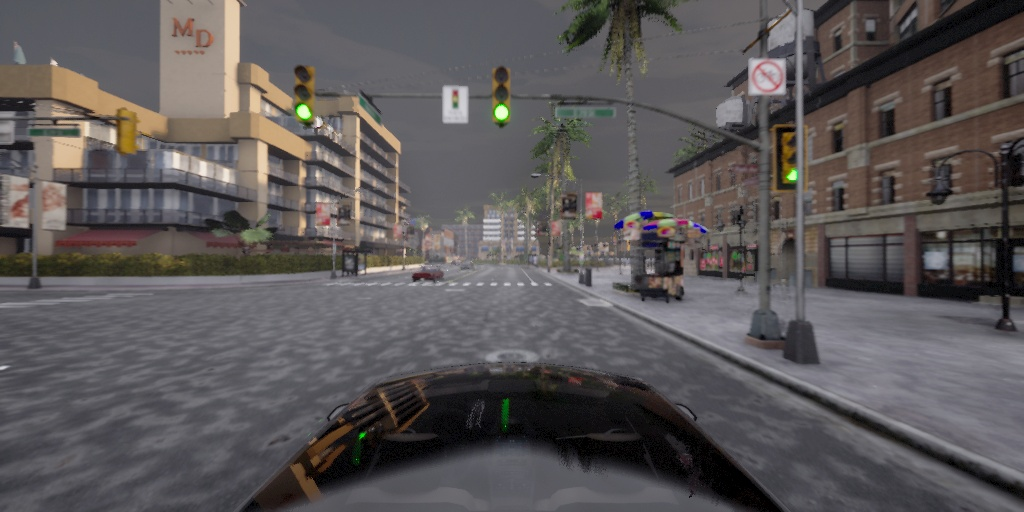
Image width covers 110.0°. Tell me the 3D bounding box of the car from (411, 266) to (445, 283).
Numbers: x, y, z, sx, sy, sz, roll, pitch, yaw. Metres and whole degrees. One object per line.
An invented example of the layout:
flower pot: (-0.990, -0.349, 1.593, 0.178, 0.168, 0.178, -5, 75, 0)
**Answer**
car: (-7.010, 1.527, 30.282, 1.895, 1.301, 4.718, 0, 0, 0)

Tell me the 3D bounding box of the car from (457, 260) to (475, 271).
car: (-7.070, 1.629, 57.087, 1.994, 1.385, 4.181, 0, 0, 0)
